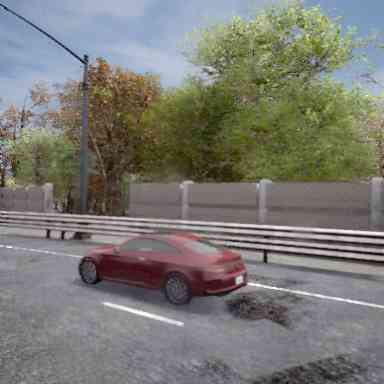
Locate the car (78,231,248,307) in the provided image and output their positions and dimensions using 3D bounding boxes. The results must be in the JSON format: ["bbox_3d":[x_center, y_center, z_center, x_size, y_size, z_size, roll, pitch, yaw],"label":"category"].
[{"bbox_3d":[-0.882,1.735,8.493,4.674,1.442,1.812,0,-2,34],"label":"car"}]
